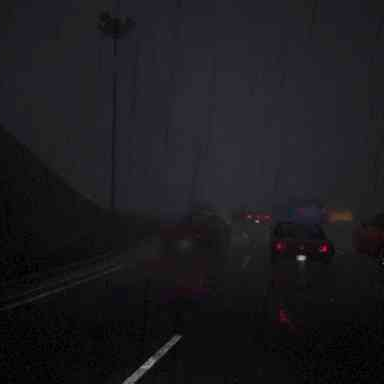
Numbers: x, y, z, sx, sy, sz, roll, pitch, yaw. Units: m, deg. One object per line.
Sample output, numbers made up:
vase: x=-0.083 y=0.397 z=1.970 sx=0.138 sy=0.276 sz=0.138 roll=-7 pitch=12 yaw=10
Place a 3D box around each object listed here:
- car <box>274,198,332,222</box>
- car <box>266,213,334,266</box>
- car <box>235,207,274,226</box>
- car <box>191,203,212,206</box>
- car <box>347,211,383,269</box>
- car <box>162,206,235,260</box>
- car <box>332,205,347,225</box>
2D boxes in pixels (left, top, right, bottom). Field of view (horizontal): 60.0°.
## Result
car: x=7.845 y=1.441 z=24.944 sx=2.150 sy=2.045 sz=5.566 roll=1 pitch=0 yaw=-6
car: x=3.781 y=1.706 z=12.165 sx=1.895 sy=1.301 sz=4.718 roll=1 pitch=0 yaw=13
car: x=4.267 y=1.759 z=25.249 sx=1.895 sy=1.301 sz=4.718 roll=1 pitch=0 yaw=-7
car: x=0.657 y=1.604 z=25.758 sx=1.837 sy=1.490 sz=4.892 roll=1 pitch=0 yaw=-8
car: x=7.199 y=1.513 z=11.589 sx=2.097 sy=1.767 sz=4.553 roll=1 pitch=0 yaw=12
car: x=0.348 y=1.527 z=12.820 sx=1.882 sy=1.535 sz=5.008 roll=1 pitch=-1 yaw=13
car: x=11.004 y=1.757 z=27.250 sx=1.882 sy=1.535 sz=5.008 roll=1 pitch=0 yaw=-8
